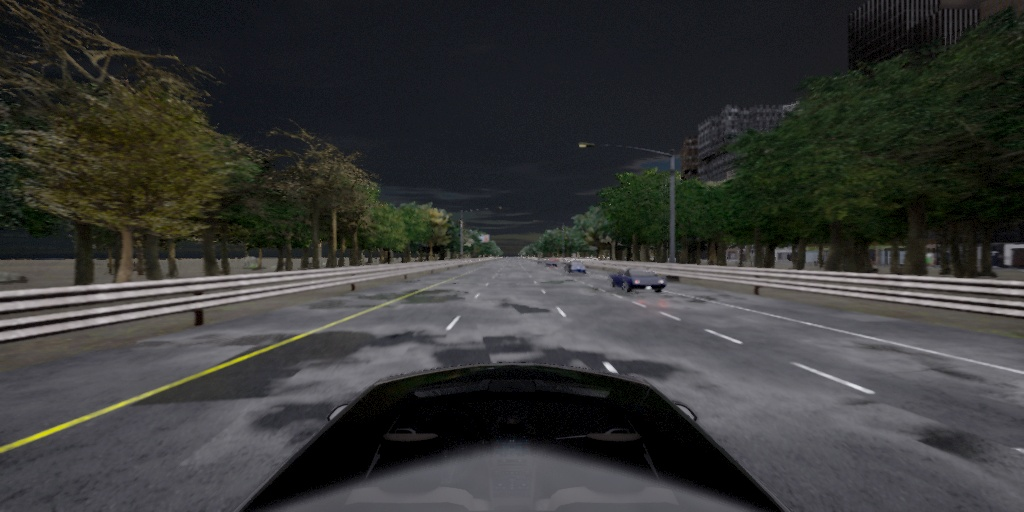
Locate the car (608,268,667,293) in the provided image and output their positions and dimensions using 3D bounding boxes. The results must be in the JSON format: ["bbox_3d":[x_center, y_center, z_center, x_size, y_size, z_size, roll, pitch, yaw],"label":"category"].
[{"bbox_3d":[7.011,1.350,20.626,1.895,1.301,4.718,0,0,0],"label":"car"}]

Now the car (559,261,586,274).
[{"bbox_3d":[7.042,1.292,40.565,2.033,1.411,5.357,0,0,0],"label":"car"}]
